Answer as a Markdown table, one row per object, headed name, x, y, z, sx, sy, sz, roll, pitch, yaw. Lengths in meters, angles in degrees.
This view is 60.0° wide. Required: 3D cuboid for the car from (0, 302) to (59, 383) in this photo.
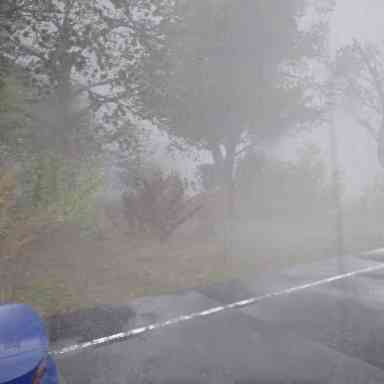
| name | x | y | z | sx | sy | sz | roll | pitch | yaw |
| --- | --- | --- | --- | --- | --- | --- | --- | --- | --- |
| car | -3.338 | 1.478 | 1.610 | 5.008 | 1.535 | 1.882 | 0 | 0 | -35 |
